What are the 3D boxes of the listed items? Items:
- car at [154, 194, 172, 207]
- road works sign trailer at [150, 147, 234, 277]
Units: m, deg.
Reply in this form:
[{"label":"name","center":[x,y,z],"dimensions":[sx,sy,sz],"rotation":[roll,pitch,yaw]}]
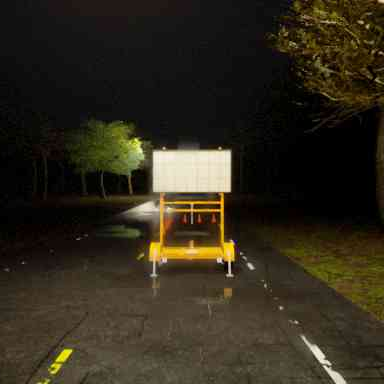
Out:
[{"label":"car","center":[-3.503,1.076,41.118],"dimensions":[1.837,1.490,4.892],"rotation":[0,1,0]},{"label":"road works sign trailer","center":[0.000,0.433,10.157],"dimensions":[2.380,3.560,2.880],"rotation":[0,0,0]}]
